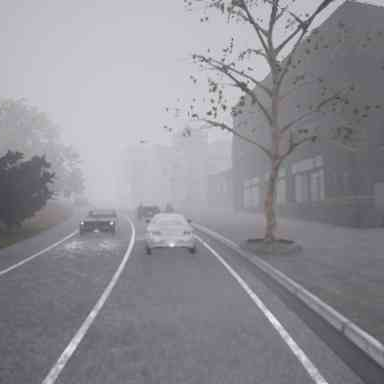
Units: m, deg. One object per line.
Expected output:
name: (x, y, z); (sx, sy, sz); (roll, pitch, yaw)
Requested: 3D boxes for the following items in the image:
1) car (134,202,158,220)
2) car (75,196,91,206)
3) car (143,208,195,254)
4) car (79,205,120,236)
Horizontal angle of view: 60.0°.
car: (-4.145, 1.651, 30.263); (1.882, 1.535, 5.008); (1, -1, -15)
car: (-18.770, 1.474, 57.419); (2.097, 1.767, 4.553); (3, -1, -28)
car: (-0.954, 1.593, 13.793); (1.812, 1.442, 4.674); (1, 0, -7)
car: (-5.132, 1.659, 18.827); (1.895, 1.301, 4.718); (1, 0, -10)
